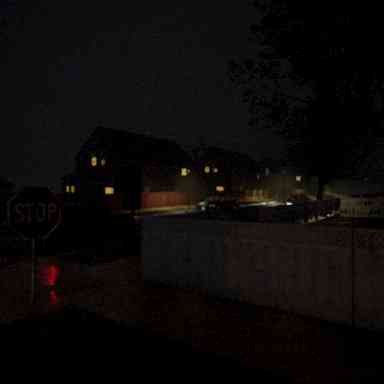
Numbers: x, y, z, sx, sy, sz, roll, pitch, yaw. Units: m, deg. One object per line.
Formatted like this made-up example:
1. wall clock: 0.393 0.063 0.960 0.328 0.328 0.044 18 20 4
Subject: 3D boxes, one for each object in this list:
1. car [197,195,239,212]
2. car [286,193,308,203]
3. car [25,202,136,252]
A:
1. car: 2.308 1.012 28.559 2.128 1.511 4.902 2 2 35
2. car: 14.477 0.773 45.621 1.994 1.385 4.181 2 2 36
3. car: -4.402 1.208 13.882 2.097 1.767 4.553 2 2 32
